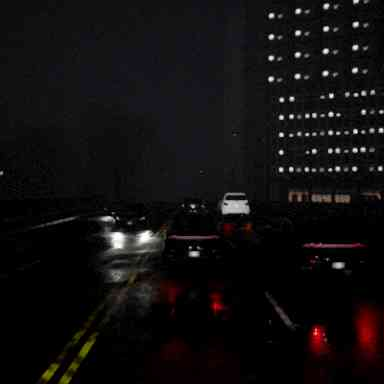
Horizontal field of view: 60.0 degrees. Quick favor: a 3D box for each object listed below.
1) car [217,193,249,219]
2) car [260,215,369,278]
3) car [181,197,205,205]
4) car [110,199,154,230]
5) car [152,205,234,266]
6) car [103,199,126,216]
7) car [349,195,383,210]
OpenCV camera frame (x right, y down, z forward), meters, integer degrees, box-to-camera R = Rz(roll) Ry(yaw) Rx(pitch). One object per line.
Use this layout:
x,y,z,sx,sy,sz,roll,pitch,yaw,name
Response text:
3.340,1.054,27.584,2.150,2.045,5.566,0,0,0,car
3.329,1.429,9.943,2.128,1.511,4.902,0,0,0,car
0.091,1.178,28.638,2.097,1.767,4.553,0,0,0,car
-3.345,1.400,20.166,1.812,1.442,4.674,0,0,0,car
0.079,1.420,11.278,2.128,1.511,4.902,0,0,1,car
-6.578,1.363,30.479,2.033,1.411,5.357,0,0,0,car
23.019,1.396,42.944,5.009,1.841,2.192,1,2,20,car
